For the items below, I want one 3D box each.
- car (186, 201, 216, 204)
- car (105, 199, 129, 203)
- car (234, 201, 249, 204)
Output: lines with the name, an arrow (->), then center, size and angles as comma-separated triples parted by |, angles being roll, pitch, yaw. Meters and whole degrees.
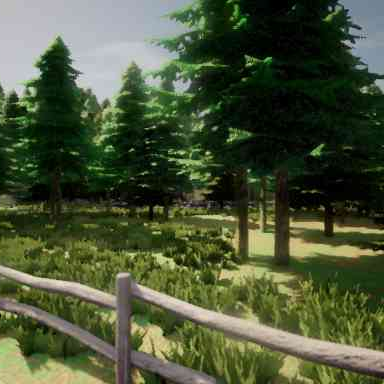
car -> 0.913, 1.586, 46.676 | 4.892, 1.490, 1.837 | 0, 0, -3
car -> -8.665, 1.542, 42.396 | 4.892, 1.490, 1.837 | 0, 0, -10
car -> 5.947, 1.542, 43.533 | 4.892, 1.490, 1.837 | 0, 0, 1
